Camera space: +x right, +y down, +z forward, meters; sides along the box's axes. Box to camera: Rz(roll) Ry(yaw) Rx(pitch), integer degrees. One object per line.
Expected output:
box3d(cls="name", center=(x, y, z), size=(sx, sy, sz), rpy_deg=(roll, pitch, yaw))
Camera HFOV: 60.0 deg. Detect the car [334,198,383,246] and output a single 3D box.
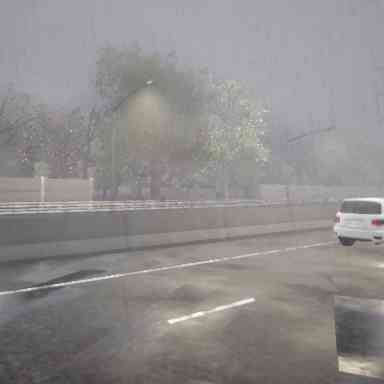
box3d(cls="car", center=(8.294, 1.257, 14.085), size=(5.566, 2.045, 2.150), rpy_deg=(0, 0, -35))
